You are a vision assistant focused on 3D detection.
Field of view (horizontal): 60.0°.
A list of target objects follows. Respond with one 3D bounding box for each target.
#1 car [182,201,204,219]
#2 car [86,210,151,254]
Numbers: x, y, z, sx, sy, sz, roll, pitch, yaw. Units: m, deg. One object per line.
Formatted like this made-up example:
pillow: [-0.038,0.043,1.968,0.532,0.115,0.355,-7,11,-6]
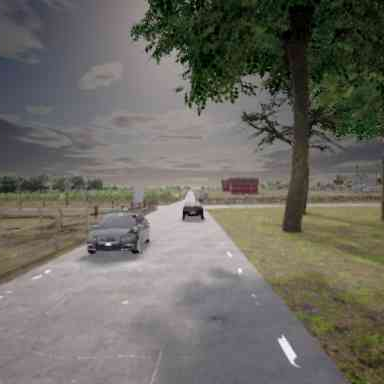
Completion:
car: [0.096,1.590,30.759,1.882,1.535,5.008,0,0,0]
car: [-2.826,1.545,13.683,1.837,1.490,4.892,0,-1,0]
